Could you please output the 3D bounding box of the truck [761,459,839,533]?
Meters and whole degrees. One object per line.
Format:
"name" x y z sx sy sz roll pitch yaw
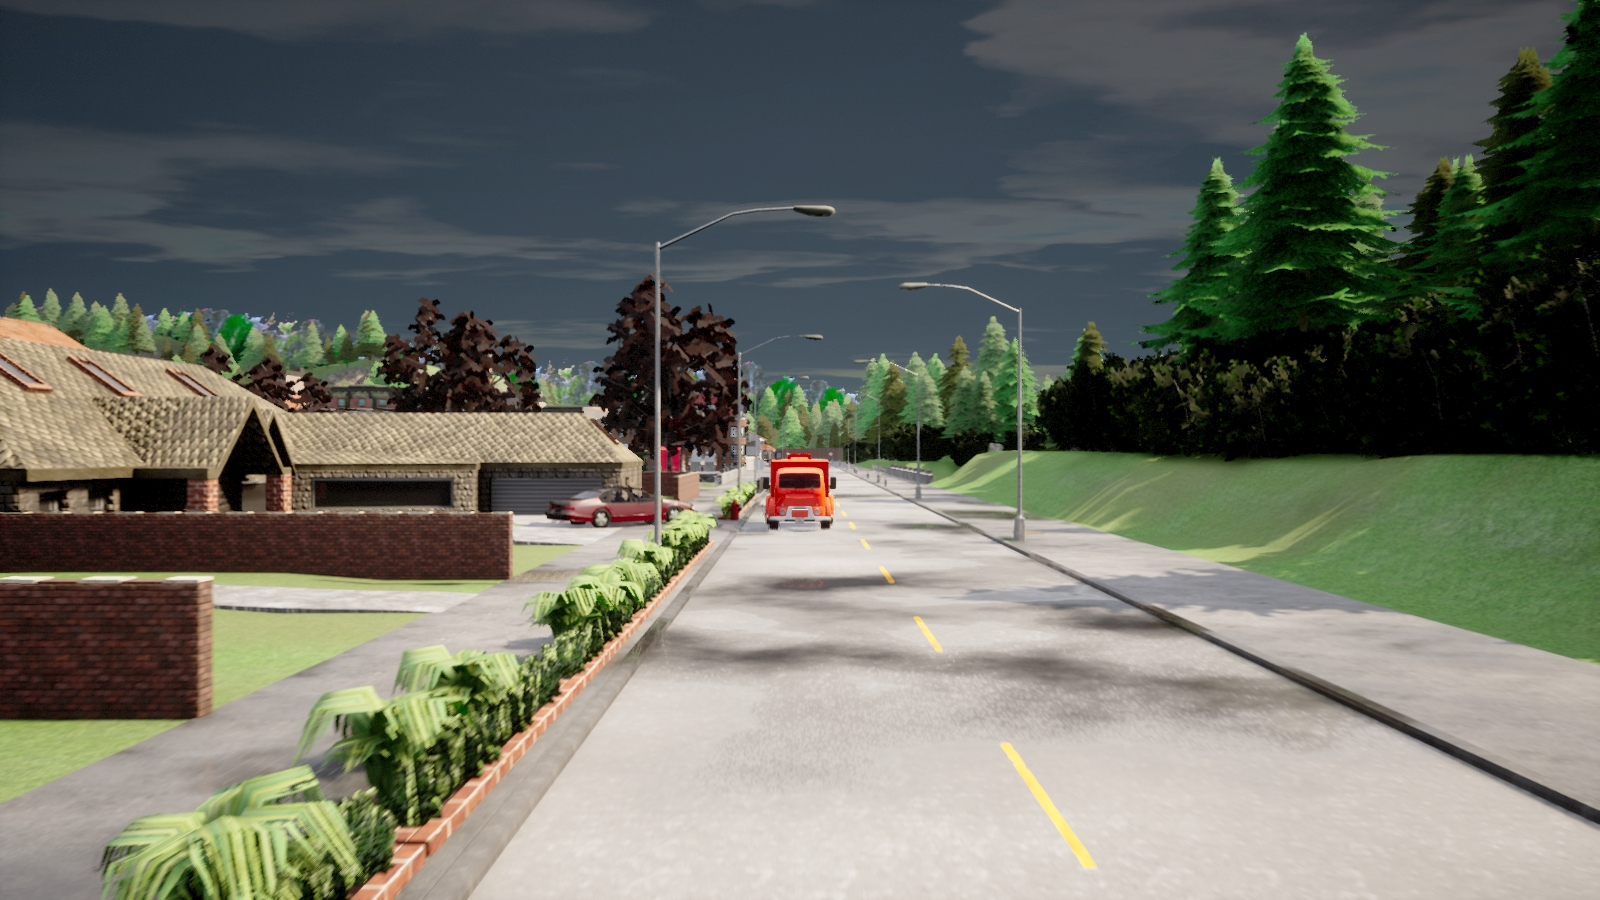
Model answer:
"truck" -0.009 1.568 41.189 2.627 2.467 5.204 0 0 0
